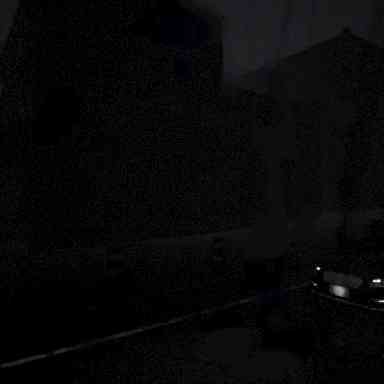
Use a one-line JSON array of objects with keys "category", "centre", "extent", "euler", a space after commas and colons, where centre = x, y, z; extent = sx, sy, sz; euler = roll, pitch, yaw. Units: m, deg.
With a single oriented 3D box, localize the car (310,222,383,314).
[{"category": "car", "centre": [4.578, 1.431, 7.258], "extent": [4.902, 1.511, 2.128], "euler": [-1, 1, -35]}]
